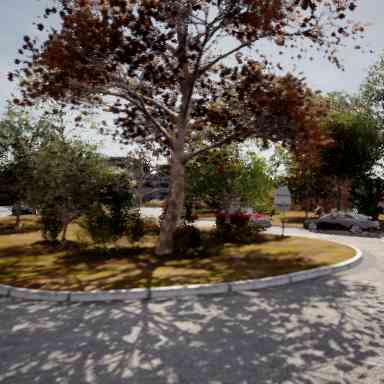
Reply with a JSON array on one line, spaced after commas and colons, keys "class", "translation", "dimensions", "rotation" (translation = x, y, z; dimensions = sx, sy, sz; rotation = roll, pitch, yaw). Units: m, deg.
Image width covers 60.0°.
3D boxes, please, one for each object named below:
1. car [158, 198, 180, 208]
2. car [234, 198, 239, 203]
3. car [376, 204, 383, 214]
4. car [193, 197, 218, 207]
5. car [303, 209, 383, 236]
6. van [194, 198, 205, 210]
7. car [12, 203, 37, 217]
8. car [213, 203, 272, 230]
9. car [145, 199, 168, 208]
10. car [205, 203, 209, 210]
[{"class": "car", "translation": [-4.618, 2.068, 65.305], "dimensions": [2.185, 1.767, 4.553], "rotation": [1, -1, -36]}, {"class": "car", "translation": [8.682, 2.089, 59.823], "dimensions": [2.435, 2.045, 5.566], "rotation": [2, -1, -36]}, {"class": "car", "translation": [34.095, 2.934, 56.258], "dimensions": [1.882, 1.535, 5.008], "rotation": [3, -2, -30]}, {"class": "car", "translation": [2.875, 2.125, 70.695], "dimensions": [2.435, 2.045, 5.566], "rotation": [2, -1, -36]}, {"class": "car", "translation": [10.109, 2.109, 22.778], "dimensions": [2.128, 1.511, 4.902], "rotation": [4, -3, -44]}, {"class": "van", "translation": [-0.446, 1.921, 53.380], "dimensions": [1.878, 1.987, 4.442], "rotation": [1, -1, -36]}, {"class": "car", "translation": [-19.841, 1.962, 39.298], "dimensions": [2.185, 1.767, 4.553], "rotation": [0, 0, -35]}, {"class": "car", "translation": [3.909, 1.929, 25.527], "dimensions": [2.097, 1.767, 4.553], "rotation": [3, -3, -35]}, {"class": "car", "translation": [-7.115, 2.151, 63.778], "dimensions": [1.946, 1.575, 5.366], "rotation": [1, -1, -36]}, {"class": "car", "translation": [1.997, 2.182, 54.762], "dimensions": [1.946, 1.575, 5.366], "rotation": [1, -1, -36]}]
